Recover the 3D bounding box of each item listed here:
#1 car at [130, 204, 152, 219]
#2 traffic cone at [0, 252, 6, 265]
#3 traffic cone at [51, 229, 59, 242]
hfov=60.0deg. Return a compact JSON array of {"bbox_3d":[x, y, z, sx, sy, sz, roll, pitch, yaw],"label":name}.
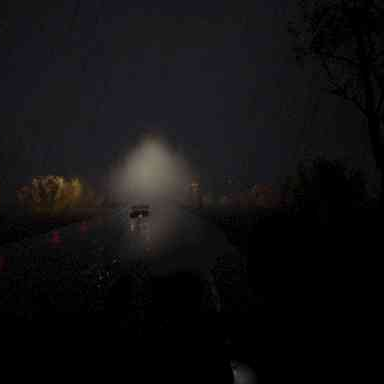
[{"bbox_3d":[-4.714,1.775,31.002,1.895,1.301,4.718,0,0,-8],"label":"car"},{"bbox_3d":[-6.226,2.009,10.683,0.340,0.580,0.340,0,0,-2],"label":"traffic cone"},{"bbox_3d":[-6.417,2.036,15.637,0.340,0.580,0.340,0,0,-3],"label":"traffic cone"}]
